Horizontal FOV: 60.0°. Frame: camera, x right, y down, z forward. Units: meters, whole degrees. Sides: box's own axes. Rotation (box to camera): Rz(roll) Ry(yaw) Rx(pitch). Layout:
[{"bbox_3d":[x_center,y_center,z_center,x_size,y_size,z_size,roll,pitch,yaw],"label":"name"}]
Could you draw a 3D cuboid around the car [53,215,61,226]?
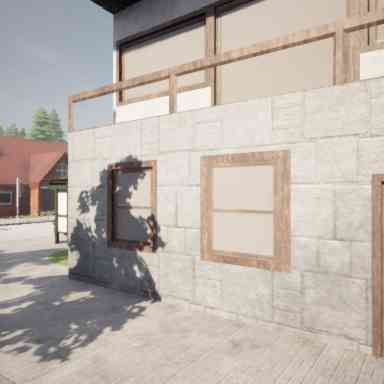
[{"bbox_3d":[-5.924,1.547,20.932,2.033,1.411,5.357,0,0,36],"label":"car"}]
